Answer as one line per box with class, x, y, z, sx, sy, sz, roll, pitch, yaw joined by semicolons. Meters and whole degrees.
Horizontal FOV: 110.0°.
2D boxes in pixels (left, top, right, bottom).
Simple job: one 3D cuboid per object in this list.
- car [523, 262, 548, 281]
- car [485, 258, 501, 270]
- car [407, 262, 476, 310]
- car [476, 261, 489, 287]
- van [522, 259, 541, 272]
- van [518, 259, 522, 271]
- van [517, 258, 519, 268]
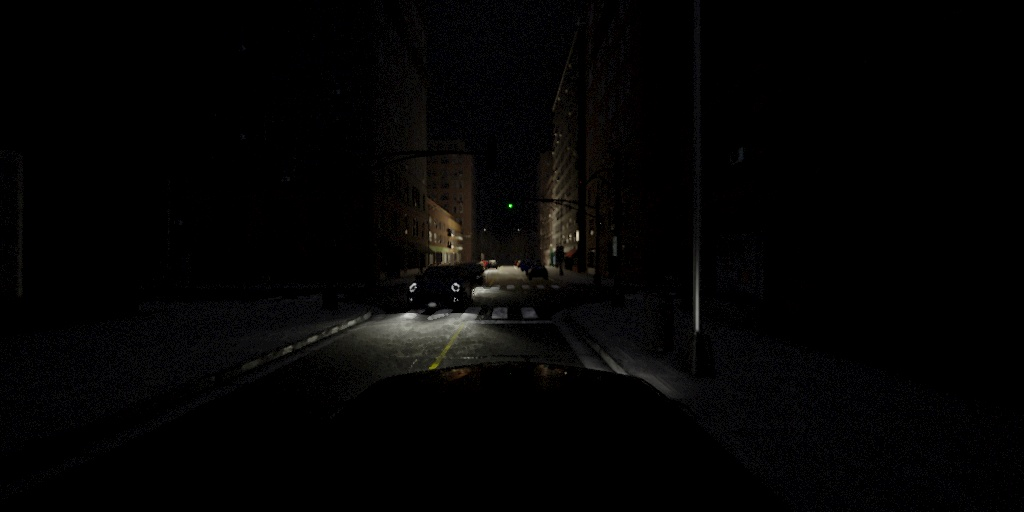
car;2.326;1.470;32.690;2.007;1.370;4.403;0;0;-1
car;-3.342;1.563;60.183;2.128;1.511;4.902;0;0;-1
car;-2.885;1.172;15.142;2.097;1.767;4.553;0;0;-1
car;-3.000;1.383;26.618;1.882;1.535;5.008;0;0;-1
van;2.268;1.291;38.372;1.690;1.789;3.998;0;0;-1
van;2.153;1.350;49.736;1.690;1.789;3.998;0;0;-1
van;2.095;1.379;55.418;1.690;1.789;3.998;0;0;-1
